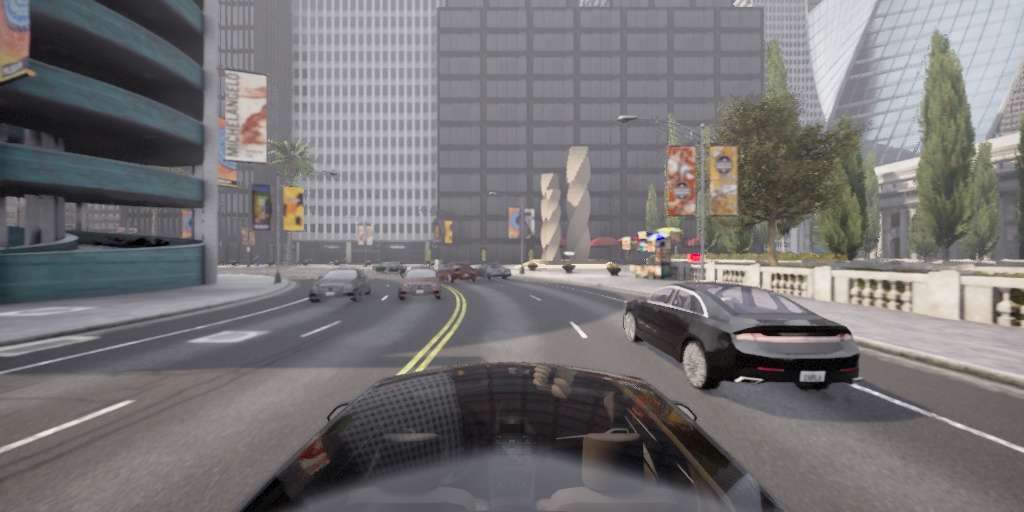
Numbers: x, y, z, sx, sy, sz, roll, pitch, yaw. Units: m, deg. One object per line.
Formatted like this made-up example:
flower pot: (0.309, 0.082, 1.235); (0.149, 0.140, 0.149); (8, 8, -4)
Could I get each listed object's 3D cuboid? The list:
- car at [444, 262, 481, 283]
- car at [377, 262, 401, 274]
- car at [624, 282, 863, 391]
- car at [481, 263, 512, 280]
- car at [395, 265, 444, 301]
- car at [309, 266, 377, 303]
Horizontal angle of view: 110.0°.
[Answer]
car: (-4.378, 1.210, 27.828); (1.882, 1.535, 5.008); (0, 0, -27)
car: (-13.679, 1.329, 39.911); (4.718, 1.301, 1.895); (0, 0, 43)
car: (3.610, 1.236, 6.749); (2.128, 1.511, 4.902); (0, 0, 0)
car: (-1.953, 1.278, 30.643); (2.033, 1.411, 5.357); (0, 0, -29)
car: (-4.396, 1.266, 17.581); (1.812, 1.442, 4.674); (0, 0, -12)
car: (-7.797, 1.268, 16.747); (1.812, 1.442, 4.674); (0, 0, -12)
